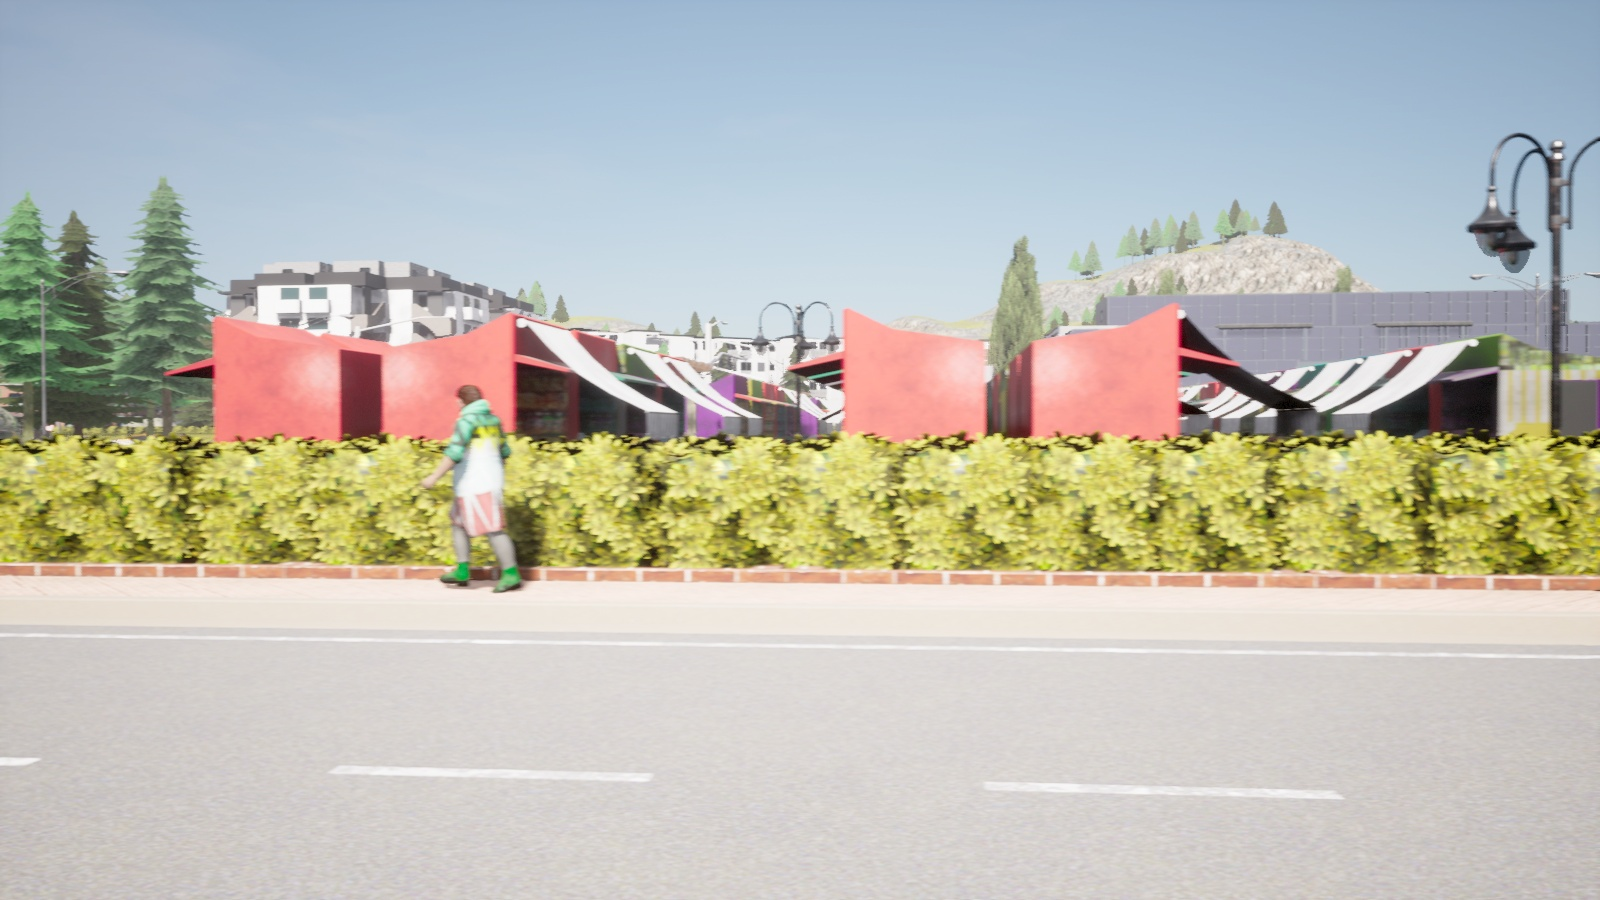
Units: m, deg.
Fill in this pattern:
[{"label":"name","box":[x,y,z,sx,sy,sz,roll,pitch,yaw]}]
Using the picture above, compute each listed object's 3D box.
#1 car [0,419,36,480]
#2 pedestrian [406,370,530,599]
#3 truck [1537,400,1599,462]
[{"label":"car","box":[-25.526,-0.008,37.781,1.932,1.855,4.605,0,1,6]},{"label":"pedestrian","box":[-2.917,0.291,11.076,0.873,1.952,0.659,0,1,8]},{"label":"truck","box":[46.955,-1.077,71.662,7.936,3.462,2.891,0,1,8]}]
